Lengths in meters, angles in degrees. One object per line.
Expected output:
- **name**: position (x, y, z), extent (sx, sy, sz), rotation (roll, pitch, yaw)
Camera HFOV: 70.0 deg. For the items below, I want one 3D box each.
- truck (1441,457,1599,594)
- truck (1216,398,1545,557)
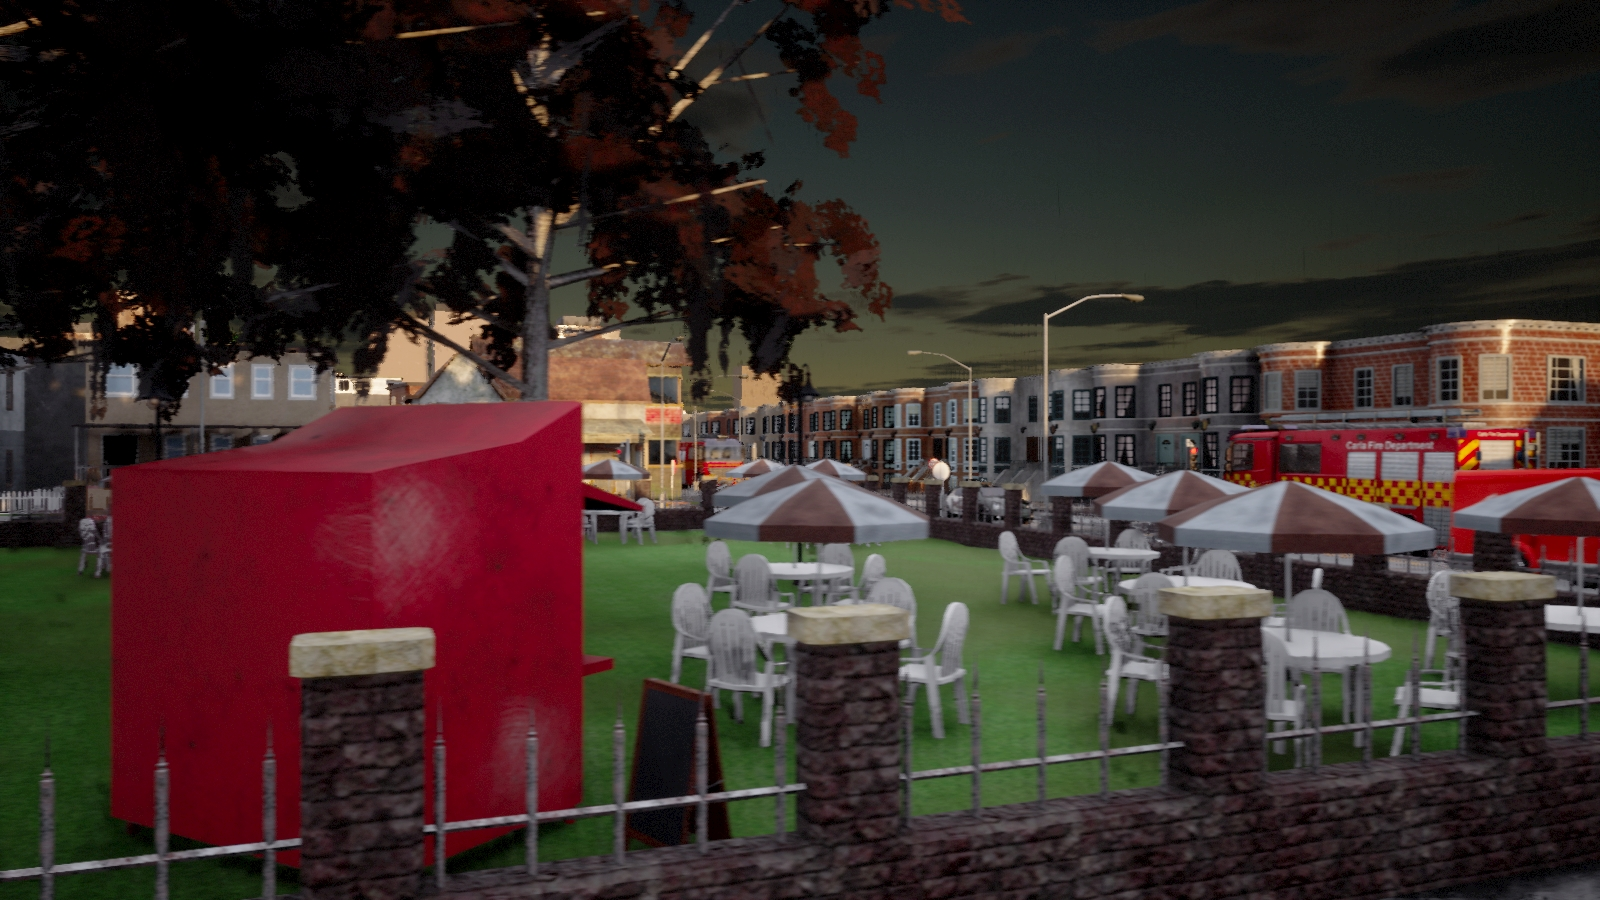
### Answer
- **truck**: position (15.339, 1.361, 21.520), extent (2.627, 2.467, 5.204), rotation (0, -1, -20)
- **truck**: position (15.759, 0.671, 32.009), extent (2.891, 3.827, 8.468), rotation (0, 0, -21)
